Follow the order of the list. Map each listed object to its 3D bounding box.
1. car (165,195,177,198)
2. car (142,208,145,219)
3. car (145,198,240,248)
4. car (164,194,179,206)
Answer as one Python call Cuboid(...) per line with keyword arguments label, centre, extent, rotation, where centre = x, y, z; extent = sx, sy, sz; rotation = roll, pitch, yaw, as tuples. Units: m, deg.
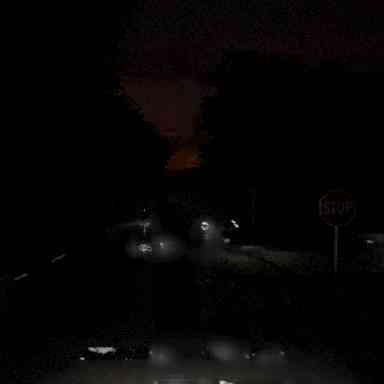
Cuboid(label="car", centre=(-3.163, 1.430, 41.004), extent=(2.128, 1.511, 4.902), rotation=(0, 0, 0))
Cuboid(label="car", centre=(-3.138, 1.567, 28.861), extent=(1.895, 1.301, 4.718), rotation=(1, 0, 0))
Cuboid(label="car", centre=(0.035, 1.340, 14.973), extent=(2.097, 1.767, 4.553), rotation=(0, 0, -37))
Cuboid(label="car", centre=(-3.159, 1.241, 52.192), extent=(2.097, 1.767, 4.553), rotation=(0, 0, 0))
